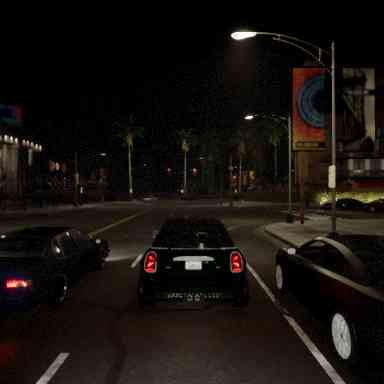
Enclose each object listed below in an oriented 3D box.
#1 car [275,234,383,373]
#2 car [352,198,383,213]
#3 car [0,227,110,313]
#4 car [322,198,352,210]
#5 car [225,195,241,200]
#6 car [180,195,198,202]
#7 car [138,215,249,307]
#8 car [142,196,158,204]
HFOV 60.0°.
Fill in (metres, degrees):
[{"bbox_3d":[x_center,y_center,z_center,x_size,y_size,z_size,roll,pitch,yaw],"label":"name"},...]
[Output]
[{"bbox_3d":[2.880,1.479,5.816,2.097,1.535,5.008,0,0,-1],"label":"car"},{"bbox_3d":[20.848,1.471,36.608,5.008,1.535,1.882,0,0,-1],"label":"car"},{"bbox_3d":[-3.469,1.546,7.934,2.033,1.411,5.357,0,0,0],"label":"car"},{"bbox_3d":[18.259,1.499,40.095,4.892,1.490,1.837,0,0,0],"label":"car"},{"bbox_3d":[11.167,1.485,90.301,4.892,1.490,1.837,0,0,-37],"label":"car"},{"bbox_3d":[-0.676,1.527,79.546,2.033,1.411,5.357,0,0,36],"label":"car"},{"bbox_3d":[0.032,1.351,8.153,2.097,1.767,4.553,0,0,0],"label":"car"},{"bbox_3d":[-8.171,1.515,65.523,1.812,1.442,4.674,0,0,18],"label":"car"}]
